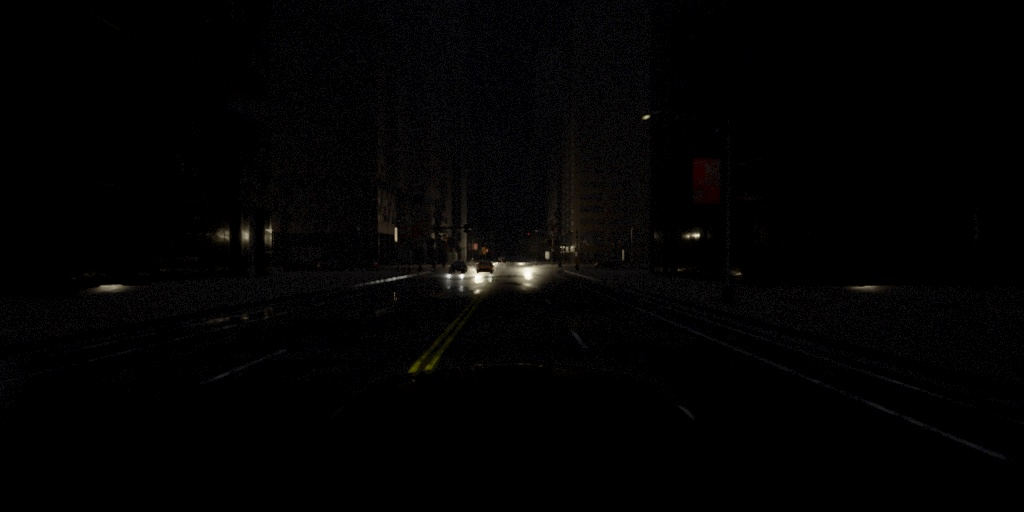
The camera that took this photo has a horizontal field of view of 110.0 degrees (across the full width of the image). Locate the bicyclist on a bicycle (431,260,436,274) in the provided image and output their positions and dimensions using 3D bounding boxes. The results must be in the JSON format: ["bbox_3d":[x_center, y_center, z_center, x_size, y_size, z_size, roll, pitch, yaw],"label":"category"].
[{"bbox_3d":[-8.751,1.309,40.198,0.582,1.620,1.656,0,0,0],"label":"bicyclist on a bicycle"}]

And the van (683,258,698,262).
[{"bbox_3d":[27.516,1.249,54.765,3.998,1.789,1.690,0,0,0],"label":"van"}]

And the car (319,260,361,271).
[{"bbox_3d":[-24.727,1.584,51.697,4.313,1.339,1.948,0,0,0],"label":"car"}]

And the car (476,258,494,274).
[{"bbox_3d":[-3.250,1.383,43.816,1.882,1.535,5.008,0,0,0],"label":"car"}]

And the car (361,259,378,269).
[{"bbox_3d":[-24.731,1.356,60.222,4.097,1.591,1.967,0,0,0],"label":"car"}]

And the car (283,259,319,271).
[{"bbox_3d":[-30.153,1.352,51.694,5.009,1.841,2.192,0,0,0],"label":"car"}]

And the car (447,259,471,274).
[{"bbox_3d":[-6.500,1.404,43.810,1.812,1.442,4.674,0,0,0],"label":"car"}]
